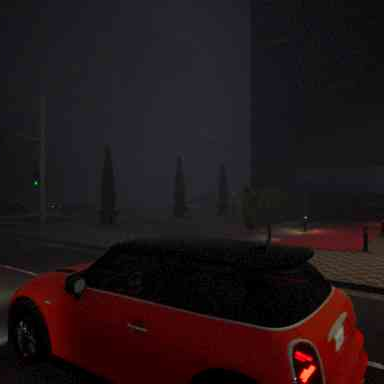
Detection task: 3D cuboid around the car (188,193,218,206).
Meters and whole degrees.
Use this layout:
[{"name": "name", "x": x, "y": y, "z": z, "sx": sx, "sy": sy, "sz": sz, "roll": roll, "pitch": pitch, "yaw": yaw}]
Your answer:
[{"name": "car", "x": 1.681, "y": 1.223, "z": 56.046, "sx": 2.150, "sy": 2.045, "sz": 5.566, "roll": 0, "pitch": 0, "yaw": 36}]

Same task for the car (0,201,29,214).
[{"name": "car", "x": -19.107, "y": 1.600, "z": 33.357, "sx": 1.895, "sy": 1.301, "sz": 4.718, "roll": 0, "pitch": 0, "yaw": 36}]

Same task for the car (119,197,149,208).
[{"name": "car", "x": -8.329, "y": 1.491, "z": 48.247, "sx": 2.128, "sy": 1.511, "sz": 4.902, "roll": 0, "pitch": 0, "yaw": 36}]

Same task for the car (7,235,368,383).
[{"name": "car", "x": -0.381, "y": 1.352, "z": 4.266, "sx": 4.553, "sy": 1.767, "sz": 2.097, "roll": 0, "pitch": 0, "yaw": 36}]

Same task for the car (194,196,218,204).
[{"name": "car", "x": 2.757, "y": 1.521, "z": 63.402, "sx": 2.128, "sy": 1.511, "sz": 4.902, "roll": 0, "pitch": 0, "yaw": 36}]

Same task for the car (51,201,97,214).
[{"name": "car", "x": -12.773, "y": 1.600, "z": 36.142, "sx": 1.895, "sy": 1.301, "sz": 4.718, "roll": 0, "pitch": 0, "yaw": 36}]
